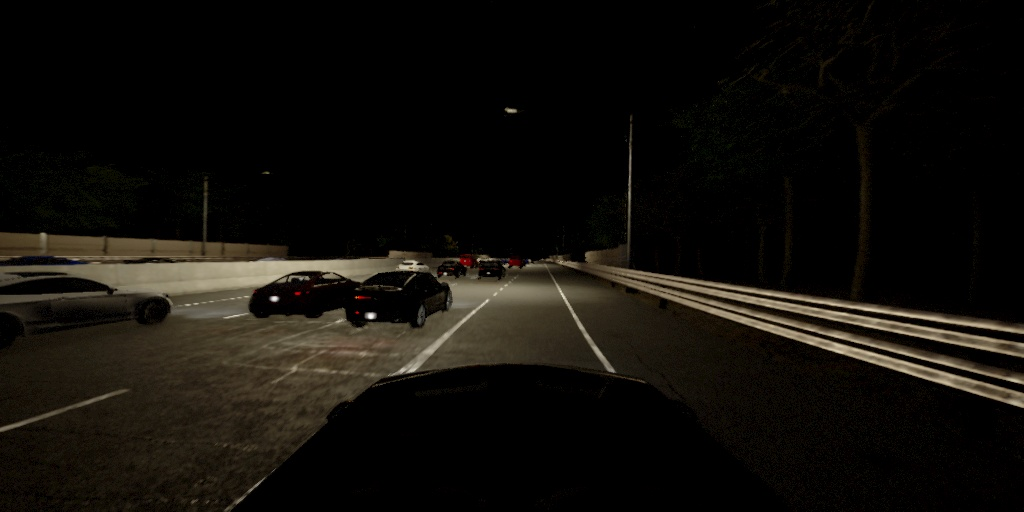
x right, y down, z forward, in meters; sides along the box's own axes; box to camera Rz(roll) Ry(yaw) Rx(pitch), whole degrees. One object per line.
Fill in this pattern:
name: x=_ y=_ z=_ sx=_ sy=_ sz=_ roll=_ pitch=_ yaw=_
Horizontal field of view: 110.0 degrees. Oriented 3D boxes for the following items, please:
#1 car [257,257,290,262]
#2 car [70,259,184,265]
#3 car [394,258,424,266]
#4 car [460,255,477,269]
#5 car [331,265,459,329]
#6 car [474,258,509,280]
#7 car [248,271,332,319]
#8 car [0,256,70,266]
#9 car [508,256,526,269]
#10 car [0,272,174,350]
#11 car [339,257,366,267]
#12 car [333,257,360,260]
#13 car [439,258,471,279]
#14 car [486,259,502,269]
car: x=-25.664 y=0.852 z=38.523 sx=2.033 sy=1.411 sz=5.357 roll=1 pitch=0 yaw=5
car: x=-20.176 y=0.896 z=19.728 sx=1.837 sy=1.490 sz=4.892 roll=1 pitch=0 yaw=5
car: x=-8.629 y=1.137 z=31.356 sx=1.812 sy=1.442 sz=4.674 roll=1 pitch=0 yaw=5
car: x=-6.711 y=0.898 z=55.395 sx=2.150 sy=2.045 sz=5.566 roll=1 pitch=0 yaw=5
car: x=-3.221 y=1.202 z=11.079 sx=1.837 sy=1.490 sz=4.892 roll=1 pitch=0 yaw=5
car: x=-1.650 y=1.217 z=30.814 sx=1.882 sy=1.535 sz=5.008 roll=1 pitch=0 yaw=5
car: x=-6.639 y=1.198 z=12.243 sx=1.994 sy=1.385 sz=4.181 roll=1 pitch=0 yaw=5
car: x=-27.154 y=0.741 z=20.243 sx=1.882 sy=1.535 sz=5.008 roll=1 pitch=0 yaw=5
car: x=0.743 y=1.052 z=60.822 sx=2.150 sy=2.045 sz=5.566 roll=1 pitch=0 yaw=5
car: x=-10.483 y=1.086 z=8.043 sx=1.812 sy=1.442 sz=4.674 roll=1 pitch=0 yaw=5
car: x=-24.329 y=0.914 z=54.871 sx=1.994 sy=1.385 sz=4.181 roll=1 pitch=0 yaw=5
car: x=-18.645 y=0.998 z=38.592 sx=1.994 sy=1.385 sz=4.181 roll=1 pitch=0 yaw=5
car: x=-5.140 y=1.182 z=31.083 sx=1.837 sy=1.490 sz=4.892 roll=1 pitch=0 yaw=5
car: x=-2.914 y=1.304 z=59.048 sx=2.033 sy=1.411 sz=5.357 roll=1 pitch=0 yaw=5
